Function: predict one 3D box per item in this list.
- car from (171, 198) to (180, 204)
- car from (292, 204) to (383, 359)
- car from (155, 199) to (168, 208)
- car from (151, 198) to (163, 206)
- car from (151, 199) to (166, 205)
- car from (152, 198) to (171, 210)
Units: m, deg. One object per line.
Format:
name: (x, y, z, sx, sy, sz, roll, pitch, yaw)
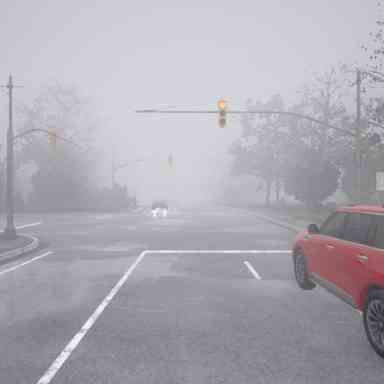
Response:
car: (-4.644, 2.316, 83.176, 1.882, 1.535, 5.008, 0, -1, -22)
car: (3.590, 1.221, 6.053, 2.150, 2.045, 5.566, 0, 0, 0)
car: (-4.904, 1.819, 53.226, 1.895, 1.301, 4.718, 0, -1, -7)
car: (-7.037, 1.997, 67.026, 1.882, 1.535, 5.008, 0, -1, -12)
car: (-8.353, 2.406, 83.038, 2.033, 1.411, 5.357, 0, -1, -25)
car: (-4.138, 1.640, 43.312, 1.994, 1.385, 4.181, 0, -1, -3)
